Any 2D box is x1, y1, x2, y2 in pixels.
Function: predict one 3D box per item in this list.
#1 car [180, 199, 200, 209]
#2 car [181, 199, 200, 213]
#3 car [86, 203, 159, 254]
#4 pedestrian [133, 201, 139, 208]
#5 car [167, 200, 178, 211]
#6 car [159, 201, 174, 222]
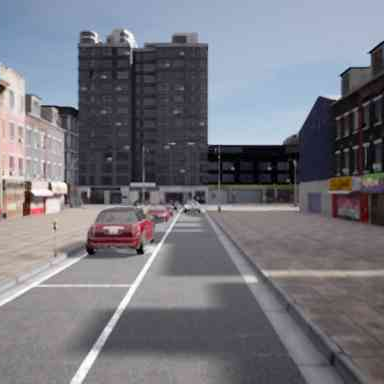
[{"bbox_3d":[-0.385,1.763,50.446,2.033,1.411,5.357,0,0,-10],"label":"car"},{"bbox_3d":[0.025,1.771,39.963,1.895,1.301,4.718,0,0,0],"label":"car"},{"bbox_3d":[-2.770,1.411,13.839,2.097,1.767,4.553,0,0,0],"label":"car"},{"bbox_3d":[-2.774,1.365,16.644,0.375,1.860,0.375,0,0,0],"label":"pedestrian"},{"bbox_3d":[-2.686,1.705,32.683,1.947,1.339,4.313,0,0,0],"label":"car"},{"bbox_3d":[-2.678,1.698,27.230,1.802,1.307,4.206,0,0,0],"label":"car"}]
